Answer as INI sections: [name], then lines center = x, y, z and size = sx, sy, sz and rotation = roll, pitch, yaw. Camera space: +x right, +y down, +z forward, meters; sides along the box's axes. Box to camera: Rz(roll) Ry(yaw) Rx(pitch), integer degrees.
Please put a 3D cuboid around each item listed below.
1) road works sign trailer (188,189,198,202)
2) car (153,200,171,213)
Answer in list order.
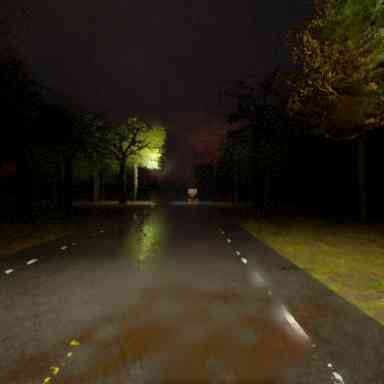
[road works sign trailer]
center = 0.209, 0.893, 89.614
size = 2.380, 3.560, 2.880
rotation = 0, 0, -8
[car]
center = -3.585, 1.699, 40.428
size = 2.033, 1.411, 5.357
rotation = 0, 0, 0
